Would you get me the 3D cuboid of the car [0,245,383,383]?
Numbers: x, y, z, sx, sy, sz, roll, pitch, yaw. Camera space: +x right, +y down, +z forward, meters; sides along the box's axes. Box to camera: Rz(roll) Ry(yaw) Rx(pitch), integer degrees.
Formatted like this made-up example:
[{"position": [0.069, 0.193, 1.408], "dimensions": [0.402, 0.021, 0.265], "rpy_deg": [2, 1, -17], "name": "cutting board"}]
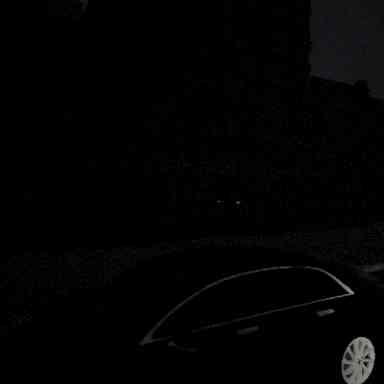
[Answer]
[{"position": [0.180, 1.460, 3.839], "dimensions": [4.892, 1.490, 1.837], "rpy_deg": [0, 1, -25], "name": "car"}]
